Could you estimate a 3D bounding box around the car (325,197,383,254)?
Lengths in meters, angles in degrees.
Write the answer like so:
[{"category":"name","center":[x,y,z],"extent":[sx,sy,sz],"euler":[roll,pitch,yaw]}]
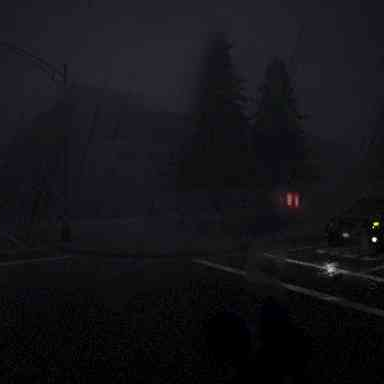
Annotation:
[{"category":"car","center":[7.916,1.248,13.967],"extent":[5.566,2.045,2.150],"euler":[0,0,-37]}]
